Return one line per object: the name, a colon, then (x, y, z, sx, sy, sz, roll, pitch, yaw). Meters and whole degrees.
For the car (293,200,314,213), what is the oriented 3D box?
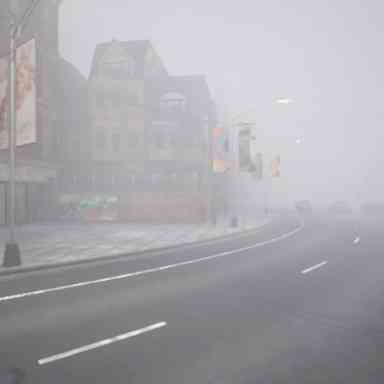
car: (13.666, 1.775, 40.925, 1.837, 1.490, 4.892, 0, -1, 10)

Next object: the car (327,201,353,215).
car: (16.593, 1.750, 37.478, 1.812, 1.442, 4.674, 0, -1, 10)

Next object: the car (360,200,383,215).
car: (20.031, 1.672, 36.457, 1.882, 1.535, 5.008, 0, 0, 11)
